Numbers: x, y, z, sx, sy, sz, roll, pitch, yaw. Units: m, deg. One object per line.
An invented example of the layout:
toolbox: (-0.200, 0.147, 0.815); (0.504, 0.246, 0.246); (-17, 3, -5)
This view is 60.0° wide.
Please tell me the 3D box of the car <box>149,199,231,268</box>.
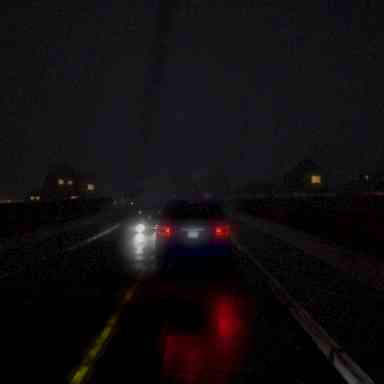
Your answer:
car: (0.053, 1.234, 11.380); (2.150, 2.045, 5.566); (0, -1, 0)

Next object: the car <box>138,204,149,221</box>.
car: (-3.374, 1.657, 27.693); (1.895, 1.301, 4.718); (0, 0, -3)

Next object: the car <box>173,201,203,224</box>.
car: (-0.388, 1.540, 26.048); (2.128, 1.511, 4.902); (0, 0, -3)

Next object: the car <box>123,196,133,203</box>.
car: (-16.854, 1.871, 87.672); (2.097, 1.767, 4.553); (0, -1, -21)
